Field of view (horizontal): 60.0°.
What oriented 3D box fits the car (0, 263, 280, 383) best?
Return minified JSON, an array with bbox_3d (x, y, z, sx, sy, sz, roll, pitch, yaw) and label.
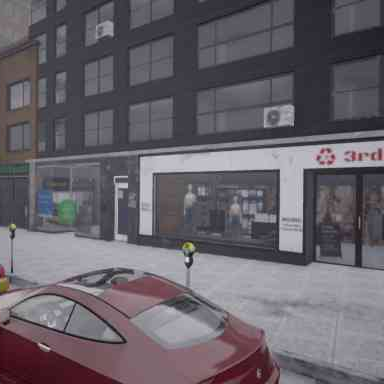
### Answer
[{"bbox_3d":[-1.118,1.581,3.866,4.206,1.307,1.802,0,1,35],"label":"car"}]
